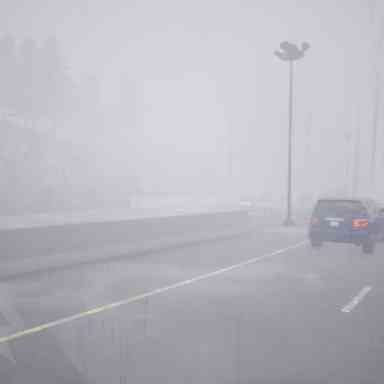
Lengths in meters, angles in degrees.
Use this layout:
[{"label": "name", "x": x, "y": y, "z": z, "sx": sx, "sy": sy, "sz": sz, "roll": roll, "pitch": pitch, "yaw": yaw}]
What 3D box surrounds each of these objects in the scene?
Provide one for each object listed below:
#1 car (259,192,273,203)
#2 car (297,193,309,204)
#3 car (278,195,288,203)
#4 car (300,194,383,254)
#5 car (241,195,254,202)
[{"label": "car", "x": 14.361, "y": 1.035, "z": 64.344, "sx": 2.150, "sy": 2.045, "sz": 5.566, "roll": 1, "pitch": 0, "yaw": 22}, {"label": "car", "x": 20.798, "y": 1.138, "z": 61.638, "sx": 2.150, "sy": 2.045, "sz": 5.566, "roll": 1, "pitch": 0, "yaw": 22}, {"label": "car", "x": 17.476, "y": 1.361, "z": 62.795, "sx": 1.837, "sy": 1.490, "sz": 4.892, "roll": 1, "pitch": 0, "yaw": 22}, {"label": "car", "x": 6.640, "y": 1.218, "z": 13.940, "sx": 2.150, "sy": 2.045, "sz": 5.566, "roll": 1, "pitch": 1, "yaw": 36}, {"label": "car", "x": 11.041, "y": 1.252, "z": 65.483, "sx": 2.128, "sy": 1.511, "sz": 4.902, "roll": 1, "pitch": 0, "yaw": 22}]
